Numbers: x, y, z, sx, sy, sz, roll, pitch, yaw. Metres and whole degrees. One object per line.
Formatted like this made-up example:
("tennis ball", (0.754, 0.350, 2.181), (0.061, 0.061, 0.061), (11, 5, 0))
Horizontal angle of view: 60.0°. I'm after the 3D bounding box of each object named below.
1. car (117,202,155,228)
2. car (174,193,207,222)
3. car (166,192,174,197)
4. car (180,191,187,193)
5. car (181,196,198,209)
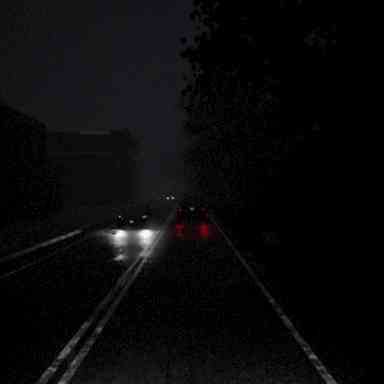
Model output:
("car", (-3.410, 1.382, 21.003), (1.812, 1.442, 4.674), (0, 0, 0))
("car", (-0.015, 1.180, 24.676), (2.097, 1.767, 4.553), (0, 0, 0))
("car", (-5.331, 0.596, 82.246), (1.994, 1.385, 4.181), (0, 1, -3))
("car", (-2.092, 0.412, 82.543), (1.994, 1.385, 4.181), (0, 1, -3))
("car", (-0.323, 1.230, 41.785), (2.033, 1.411, 5.357), (0, 1, -1))
